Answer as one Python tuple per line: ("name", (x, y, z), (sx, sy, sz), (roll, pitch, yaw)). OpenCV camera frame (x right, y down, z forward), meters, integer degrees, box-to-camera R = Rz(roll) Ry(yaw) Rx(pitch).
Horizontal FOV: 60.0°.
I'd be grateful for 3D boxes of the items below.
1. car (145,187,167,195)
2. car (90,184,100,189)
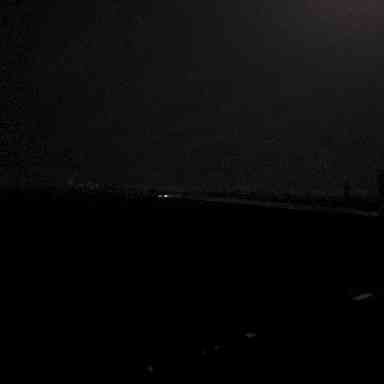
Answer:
("car", (-6.376, -0.237, 58.661), (2.033, 1.411, 5.357), (0, 2, -36))
("car", (-26.641, -1.356, 91.329), (1.812, 1.442, 4.674), (0, 1, -36))
